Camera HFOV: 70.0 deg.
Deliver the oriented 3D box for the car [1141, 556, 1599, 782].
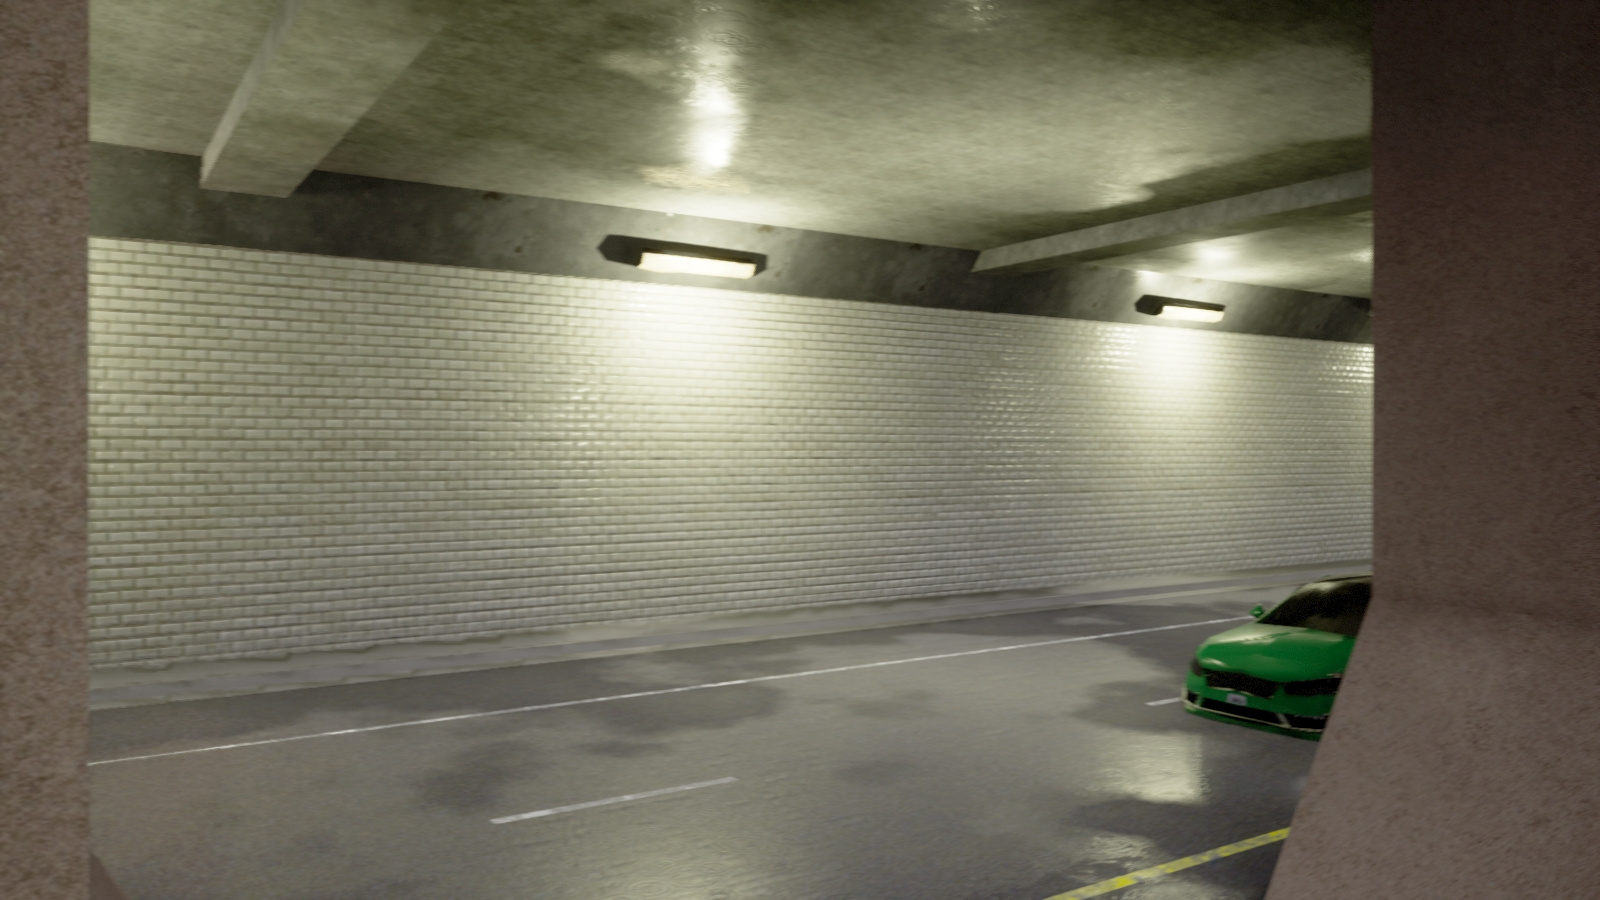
[{"bbox_3d":[6.091,2.060,11.898,4.892,1.480,2.231,0,0,-33],"label":"car"}]
